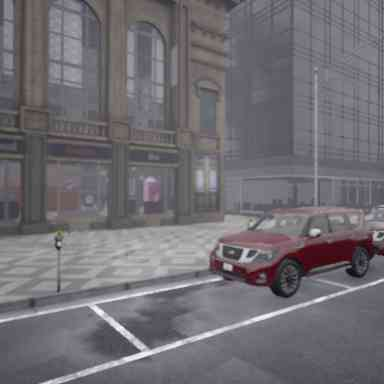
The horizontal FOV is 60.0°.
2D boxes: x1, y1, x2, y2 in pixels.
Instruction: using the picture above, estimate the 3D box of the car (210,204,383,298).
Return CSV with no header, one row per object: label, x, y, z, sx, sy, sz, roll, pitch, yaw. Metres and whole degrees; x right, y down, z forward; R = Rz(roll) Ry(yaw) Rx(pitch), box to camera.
car,2.848,1.347,8.791,5.009,1.841,2.192,0,0,-35
